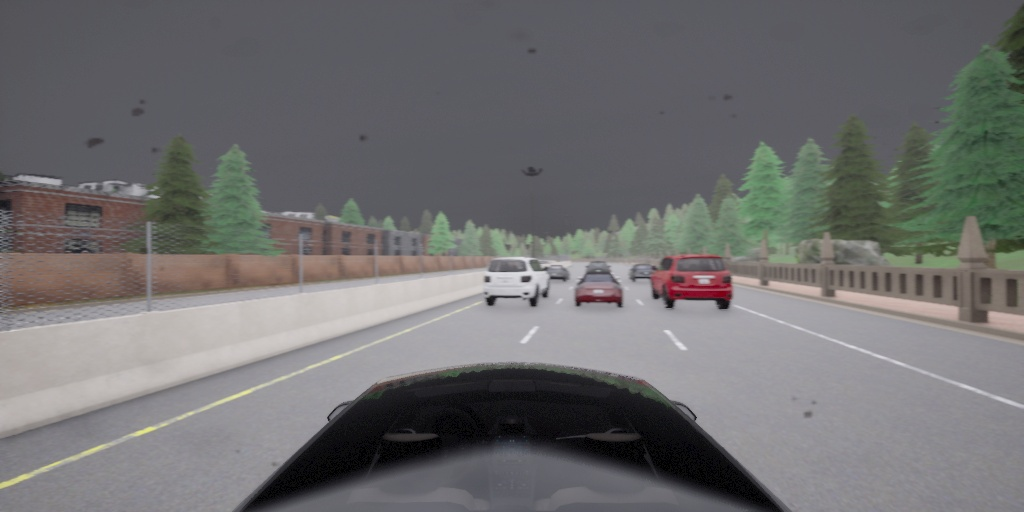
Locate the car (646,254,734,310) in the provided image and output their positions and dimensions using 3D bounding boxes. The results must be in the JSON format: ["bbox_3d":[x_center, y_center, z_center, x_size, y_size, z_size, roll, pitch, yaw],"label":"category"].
[{"bbox_3d":[7.167,0.965,14.821,2.150,2.045,5.566,-1,0,13],"label":"car"}]

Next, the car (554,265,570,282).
[{"bbox_3d":[3.933,1.474,31.360,1.994,1.385,4.181,-1,0,14],"label":"car"}]

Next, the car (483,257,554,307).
[{"bbox_3d":[0.360,1.067,16.450,2.150,2.045,5.566,-1,0,14],"label":"car"}]

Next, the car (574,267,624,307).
[{"bbox_3d":[3.839,1.365,15.918,1.994,1.385,4.181,-1,0,14],"label":"car"}]

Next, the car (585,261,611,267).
[{"bbox_3d":[7.270,1.208,30.286,2.097,1.767,4.553,-1,-1,14],"label":"car"}]

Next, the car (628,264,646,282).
[{"bbox_3d":[10.653,1.354,29.381,2.033,1.411,5.357,-1,0,13],"label":"car"}]
